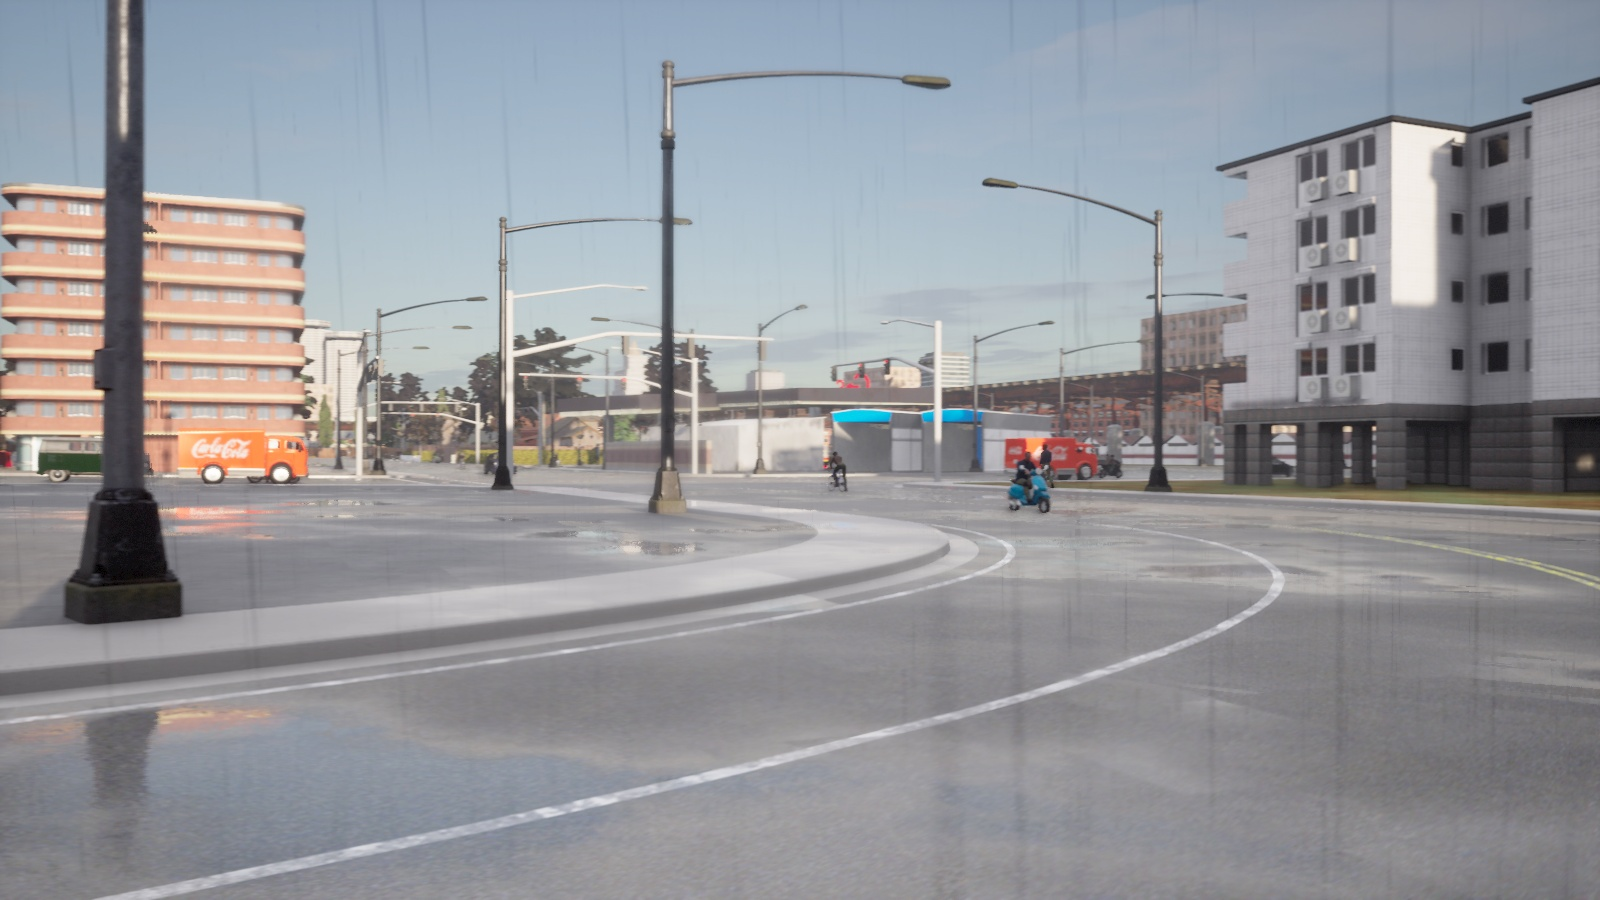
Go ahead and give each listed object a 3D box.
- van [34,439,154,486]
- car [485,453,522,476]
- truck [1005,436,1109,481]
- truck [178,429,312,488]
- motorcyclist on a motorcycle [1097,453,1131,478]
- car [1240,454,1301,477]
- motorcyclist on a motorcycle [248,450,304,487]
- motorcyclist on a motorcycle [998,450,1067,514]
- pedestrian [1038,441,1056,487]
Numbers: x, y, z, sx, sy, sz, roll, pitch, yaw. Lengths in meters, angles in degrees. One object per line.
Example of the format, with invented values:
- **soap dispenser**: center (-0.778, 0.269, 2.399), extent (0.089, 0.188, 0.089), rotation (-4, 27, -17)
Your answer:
- **van**: center (-30.982, 0.571, 55.273), extent (4.442, 1.987, 1.775), rotation (1, -1, -24)
- **car**: center (-21.462, 1.041, 90.839), extent (1.851, 1.617, 3.988), rotation (0, 0, -25)
- **truck**: center (14.525, 0.476, 71.009), extent (5.204, 2.467, 2.627), rotation (0, 0, -24)
- **truck**: center (-24.055, 0.395, 54.521), extent (5.204, 2.467, 2.627), rotation (1, -1, -24)
- **motorcyclist on a motorcycle**: center (19.403, 0.954, 77.493), extent (2.044, 1.523, 0.797), rotation (0, -1, -31)
- **car**: center (30.645, 0.980, 81.805), extent (4.674, 1.442, 1.812), rotation (0, 0, -43)
- **motorcyclist on a motorcycle**: center (-24.274, 0.860, 58.187), extent (2.350, 1.649, 0.766), rotation (1, -1, -25)
- **motorcyclist on a motorcycle**: center (5.977, 0.800, 32.383), extent (0.866, 1.590, 1.817), rotation (0, 0, -25)
- **pedestrian**: center (9.900, 0.553, 50.291), extent (0.370, 1.835, 0.726), rotation (0, 0, -20)
